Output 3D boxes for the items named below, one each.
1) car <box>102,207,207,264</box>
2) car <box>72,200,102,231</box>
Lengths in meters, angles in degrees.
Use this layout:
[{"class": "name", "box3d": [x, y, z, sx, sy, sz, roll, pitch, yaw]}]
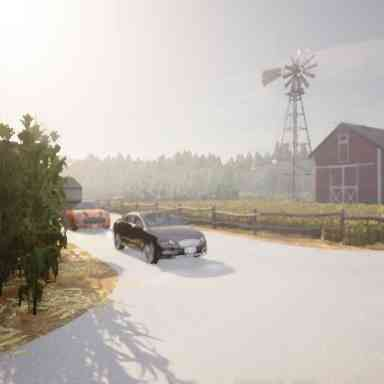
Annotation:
[{"class": "car", "box3d": [-1.345, 1.452, 11.949, 2.128, 1.511, 4.902, 0, 0, -32]}, {"class": "car", "box3d": [-6.556, 1.309, 20.348, 2.097, 1.767, 4.553, 0, 0, -32]}]
